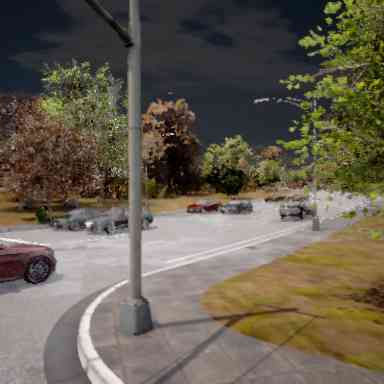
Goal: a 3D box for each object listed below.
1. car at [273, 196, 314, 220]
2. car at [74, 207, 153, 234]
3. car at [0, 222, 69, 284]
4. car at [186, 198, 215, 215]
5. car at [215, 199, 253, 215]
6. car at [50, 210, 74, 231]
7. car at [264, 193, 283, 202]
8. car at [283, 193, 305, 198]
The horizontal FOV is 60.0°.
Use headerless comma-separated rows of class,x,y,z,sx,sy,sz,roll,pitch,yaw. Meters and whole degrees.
car,8.857,1.426,27.727,2.128,1.511,4.902,-1,1,36
car,-4.587,1.728,21.279,2.128,1.511,4.902,-1,0,36
car,-5.576,1.656,7.823,1.812,1.442,4.674,-1,-1,36
car,1.351,1.475,35.425,1.882,1.535,5.008,-1,1,36
car,4.651,1.459,34.013,1.812,1.442,4.674,-1,1,36
car,-7.641,1.844,23.025,1.994,1.385,4.181,-1,0,36
car,12.718,0.863,50.956,1.895,1.301,4.718,-1,2,36
car,15.560,0.845,48.913,1.895,1.301,4.718,-1,2,36
